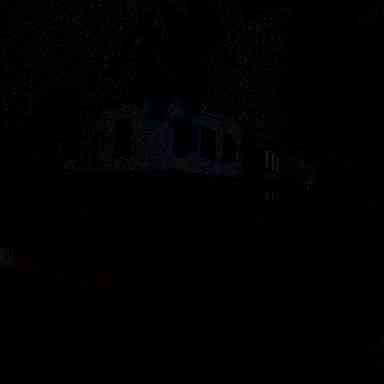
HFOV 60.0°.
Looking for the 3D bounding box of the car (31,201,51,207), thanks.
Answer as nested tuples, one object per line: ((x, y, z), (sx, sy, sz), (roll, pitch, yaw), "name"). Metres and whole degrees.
((-13.702, 1.528, 31.362), (2.033, 1.411, 5.357), (0, 0, 25), "car")
